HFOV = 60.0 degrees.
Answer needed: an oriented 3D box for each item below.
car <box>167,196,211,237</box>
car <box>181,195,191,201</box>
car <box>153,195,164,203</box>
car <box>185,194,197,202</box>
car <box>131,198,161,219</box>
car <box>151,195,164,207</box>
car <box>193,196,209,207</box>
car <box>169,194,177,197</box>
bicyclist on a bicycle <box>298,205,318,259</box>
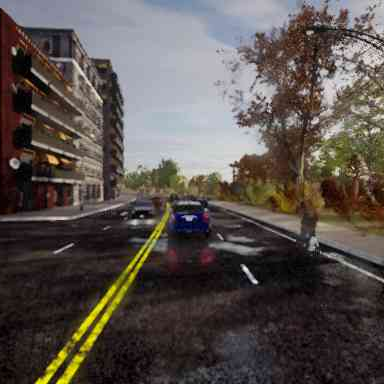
[{"bbox_3d":[-0.191,1.310,17.826,2.097,1.767,4.553,0,0,-2],"label":"car"},{"bbox_3d":[-1.408,1.333,78.994,1.994,1.385,4.181,0,0,-7],"label":"car"},{"bbox_3d":[-6.377,1.309,63.909,1.882,1.535,5.008,0,0,-5],"label":"car"},{"bbox_3d":[-0.279,1.291,68.710,1.882,1.535,5.008,0,-1,-5],"label":"car"},{"bbox_3d":[-4.017,1.482,28.574,2.033,1.411,5.357,0,0,-3],"label":"car"},{"bbox_3d":[-5.083,1.361,47.453,1.882,1.535,5.008,0,0,-4],"label":"car"},{"bbox_3d":[1.332,1.413,51.378,2.033,1.411,5.357,0,0,-4],"label":"car"},{"bbox_3d":[-3.985,1.159,72.799,2.097,1.767,4.553,0,0,-6],"label":"car"},{"bbox_3d":[4.006,1.342,11.550,0.659,1.776,1.843,0,0,-1],"label":"bicyclist on a bicycle"}]
